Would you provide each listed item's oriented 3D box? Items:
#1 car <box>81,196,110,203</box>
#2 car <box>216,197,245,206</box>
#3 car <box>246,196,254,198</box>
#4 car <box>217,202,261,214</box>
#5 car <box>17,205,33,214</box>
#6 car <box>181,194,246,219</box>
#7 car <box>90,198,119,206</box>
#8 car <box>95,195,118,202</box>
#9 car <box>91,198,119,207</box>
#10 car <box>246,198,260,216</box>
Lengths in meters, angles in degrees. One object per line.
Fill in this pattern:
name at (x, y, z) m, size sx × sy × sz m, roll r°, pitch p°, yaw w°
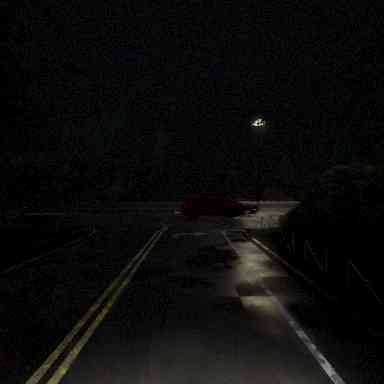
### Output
car at (-14.863, 1.726, 48.298) m, size 4.674 × 1.442 × 1.812 m, roll 0°, pitch 0°, yaw -1°
car at (6.734, 1.707, 59.076) m, size 4.892 × 1.490 × 1.837 m, roll 0°, pitch 0°, yaw -1°
car at (6.529, 1.678, 48.574) m, size 5.008 × 1.535 × 1.882 m, roll 0°, pitch 0°, yaw -1°
car at (5.244, 1.801, 37.856) m, size 4.718 × 1.301 × 1.895 m, roll 0°, pitch 0°, yaw -1°
car at (-20.567, 1.801, 37.522) m, size 4.718 × 1.301 × 1.895 m, roll 0°, pitch 0°, yaw -1°
car at (1.793, 1.422, 30.810) m, size 5.566 × 2.045 × 2.150 m, roll 0°, pitch 0°, yaw -1°
car at (-15.428, 1.727, 58.792) m, size 4.674 × 1.442 × 1.812 m, roll 0°, pitch 0°, yaw -1°
car at (-14.421, 1.424, 51.803) m, size 5.566 × 2.045 × 2.150 m, roll 0°, pitch 0°, yaw -1°
car at (-14.452, 1.766, 55.304) m, size 4.181 × 1.385 × 1.994 m, roll 0°, pitch 0°, yaw -1°
car at (4.147, 1.706, 34.342) m, size 4.892 × 1.490 × 1.837 m, roll 0°, pitch 0°, yaw -1°
